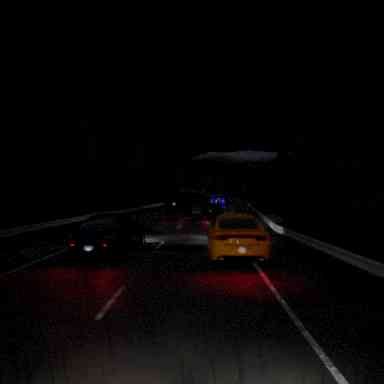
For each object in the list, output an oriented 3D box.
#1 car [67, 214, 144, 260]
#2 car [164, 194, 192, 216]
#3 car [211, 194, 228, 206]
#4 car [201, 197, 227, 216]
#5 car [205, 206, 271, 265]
[{"bbox_3d":[-3.039,1.524,12.385,1.812,1.442,4.674,0,0,2],"label":"car"},{"bbox_3d":[-1.311,1.223,33.121,2.150,2.045,5.566,0,0,7],"label":"car"},{"bbox_3d":[3.486,1.233,43.388,2.150,2.045,5.566,0,0,9],"label":"car"},{"bbox_3d":[1.955,1.498,31.915,2.128,1.511,4.902,0,0,8],"label":"car"},{"bbox_3d":[1.509,1.481,11.816,1.882,1.535,5.008,0,0,3],"label":"car"}]
